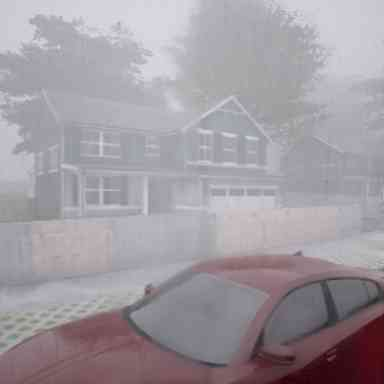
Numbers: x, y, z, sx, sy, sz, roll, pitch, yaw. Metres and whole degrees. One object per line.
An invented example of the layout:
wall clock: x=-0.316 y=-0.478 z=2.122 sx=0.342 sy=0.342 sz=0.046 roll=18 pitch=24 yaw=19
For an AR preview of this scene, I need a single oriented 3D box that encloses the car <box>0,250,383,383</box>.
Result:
car: x=0.608 y=1.467 z=3.492 sx=5.008 sy=1.535 sz=1.882 roll=0 pitch=0 yaw=-36
